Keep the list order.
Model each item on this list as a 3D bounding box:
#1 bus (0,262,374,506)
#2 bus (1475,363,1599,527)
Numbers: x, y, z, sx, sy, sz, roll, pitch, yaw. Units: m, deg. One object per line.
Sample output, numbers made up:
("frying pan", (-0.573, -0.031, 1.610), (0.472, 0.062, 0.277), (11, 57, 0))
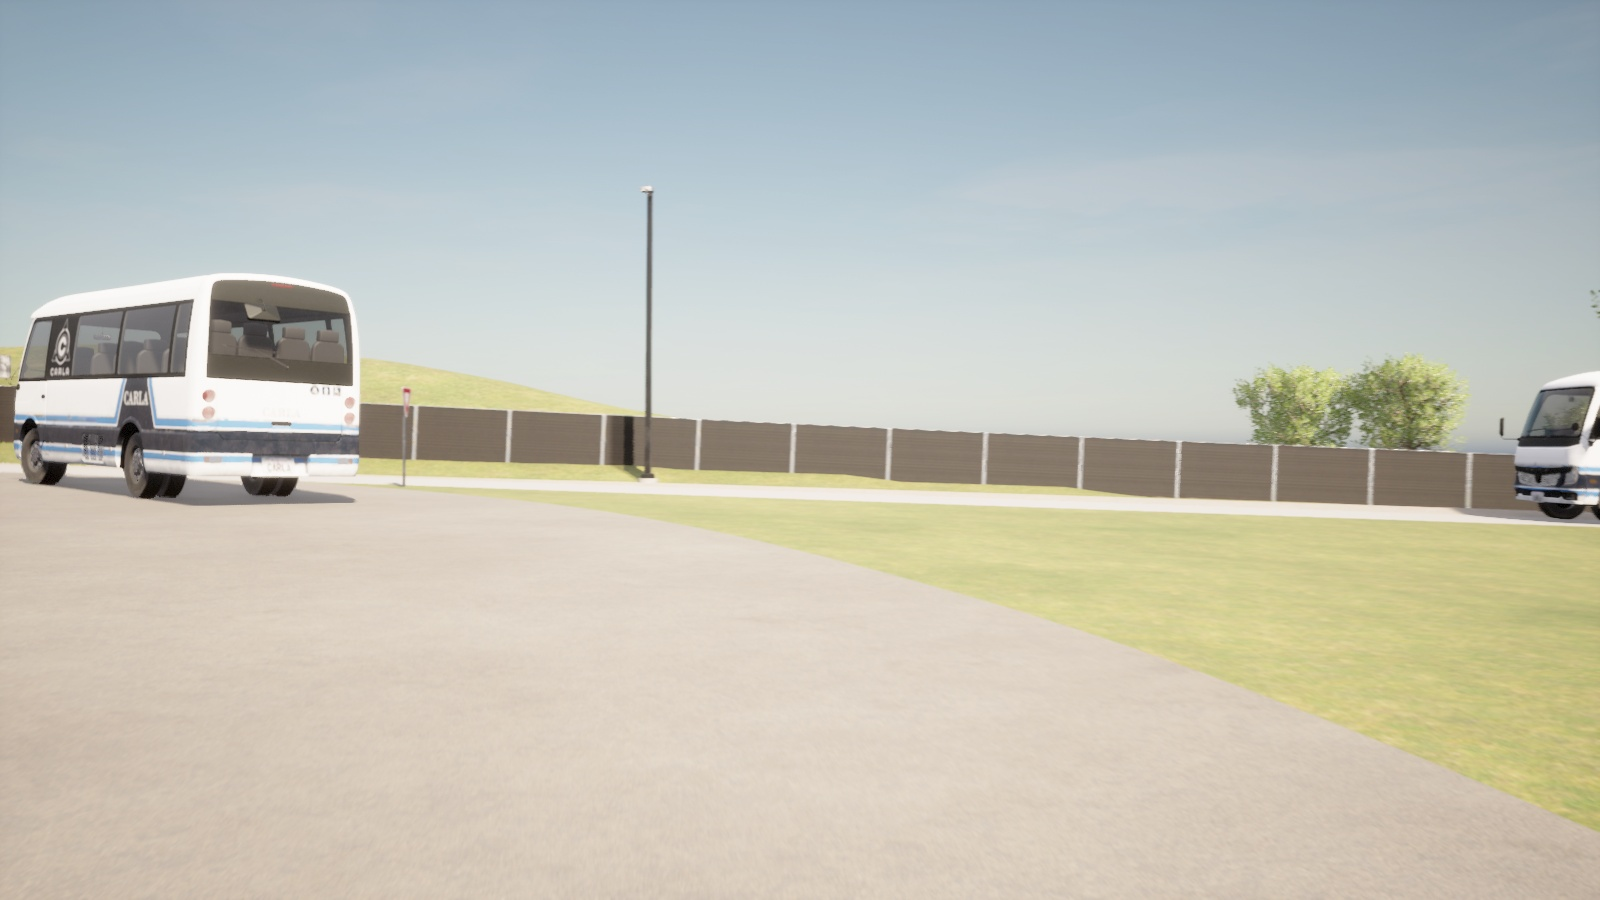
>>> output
("bus", (-13.620, -1.258, 26.768), (10.273, 4.253, 3.944), (2, 0, 42))
("bus", (24.842, 0.017, 34.489), (10.273, 4.253, 3.944), (2, 0, 3))
